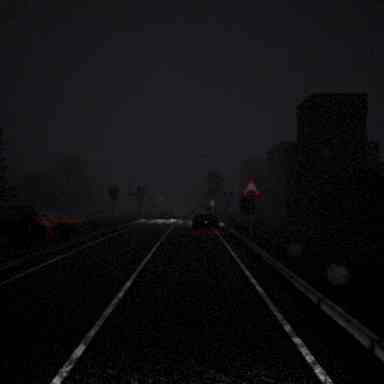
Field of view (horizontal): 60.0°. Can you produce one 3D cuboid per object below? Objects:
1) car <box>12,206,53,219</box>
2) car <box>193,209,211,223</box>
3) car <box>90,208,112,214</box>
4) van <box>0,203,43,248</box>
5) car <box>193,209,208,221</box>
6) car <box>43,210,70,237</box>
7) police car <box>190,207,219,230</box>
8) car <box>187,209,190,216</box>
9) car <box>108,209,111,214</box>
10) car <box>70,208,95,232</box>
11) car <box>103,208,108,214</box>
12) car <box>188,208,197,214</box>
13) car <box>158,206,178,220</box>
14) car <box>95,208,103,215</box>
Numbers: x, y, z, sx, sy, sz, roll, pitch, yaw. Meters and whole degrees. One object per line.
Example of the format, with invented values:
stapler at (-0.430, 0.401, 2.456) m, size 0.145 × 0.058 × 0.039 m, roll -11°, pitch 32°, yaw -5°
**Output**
car at (-21.954, 2.784, 45.797) m, size 4.553 × 1.767 × 2.185 m, roll 0°, pitch -3°, yaw 0°
car at (0.998, 2.499, 35.519) m, size 1.812 × 1.442 × 4.674 m, roll 0°, pitch -3°, yaw 0°
car at (-21.781, 4.593, 79.783) m, size 4.674 × 1.452 × 2.002 m, roll 0°, pitch -3°, yaw 0°
van at (-9.645, 1.479, 15.311) m, size 4.442 × 1.987 × 1.878 m, roll 0°, pitch -1°, yaw 0°
car at (1.014, 2.788, 41.517) m, size 1.812 × 1.442 × 4.674 m, roll 0°, pitch -3°, yaw 0°
car at (-9.574, 1.662, 18.344) m, size 4.553 × 1.767 × 2.185 m, roll 0°, pitch -2°, yaw 0°
police car at (0.980, 1.978, 25.628) m, size 1.930 × 1.638 × 5.238 m, roll 0°, pitch -2°, yaw 0°
car at (0.105, 3.778, 61.225) m, size 1.994 × 1.385 × 4.181 m, roll 0°, pitch -3°, yaw 0°
car at (-21.802, 4.401, 76.640) m, size 5.008 × 1.535 × 2.097 m, roll 0°, pitch -3°, yaw 0°
car at (-9.372, 1.875, 21.258) m, size 5.366 × 1.575 × 1.946 m, roll 0°, pitch -2°, yaw 0°
car at (-21.804, 4.244, 73.370) m, size 4.892 × 1.521 × 2.231 m, roll 0°, pitch -3°, yaw 0°
car at (0.156, 4.363, 76.226) m, size 2.033 × 1.411 × 5.357 m, roll 0°, pitch -3°, yaw 0°
car at (-3.290, 2.948, 44.057) m, size 1.994 × 1.385 × 4.181 m, roll 0°, pitch -3°, yaw 0°
car at (-21.820, 4.125, 70.096) m, size 4.674 × 1.452 × 2.002 m, roll 0°, pitch -3°, yaw 0°
